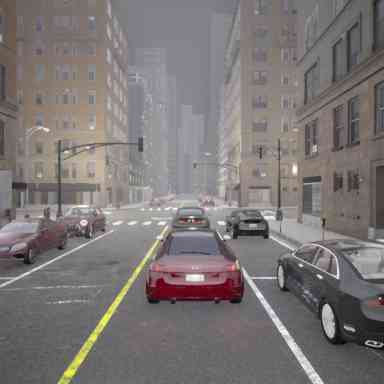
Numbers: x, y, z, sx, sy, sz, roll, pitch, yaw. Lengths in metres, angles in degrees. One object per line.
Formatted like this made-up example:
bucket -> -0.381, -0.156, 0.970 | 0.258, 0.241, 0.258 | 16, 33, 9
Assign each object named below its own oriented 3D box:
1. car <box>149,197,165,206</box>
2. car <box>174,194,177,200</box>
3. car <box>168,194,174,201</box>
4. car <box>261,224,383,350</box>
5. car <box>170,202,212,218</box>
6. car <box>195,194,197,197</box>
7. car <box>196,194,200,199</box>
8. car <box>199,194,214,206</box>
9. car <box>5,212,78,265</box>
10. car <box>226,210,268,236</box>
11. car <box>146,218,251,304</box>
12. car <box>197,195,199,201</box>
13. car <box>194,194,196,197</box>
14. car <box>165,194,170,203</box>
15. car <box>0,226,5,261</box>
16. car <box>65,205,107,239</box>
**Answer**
car -> -5.914, 1.617, 54.253 | 1.802, 1.307, 4.206 | 0, 0, 0
car -> -6.044, 1.455, 92.113 | 2.192, 1.841, 5.009 | 0, 0, 0
car -> -6.006, 1.624, 81.126 | 1.752, 1.417, 4.829 | 0, 0, 0
car -> 2.827, 1.551, 6.192 | 2.008, 1.369, 4.403 | 0, 0, 0
car -> -0.050, 1.505, 17.103 | 1.837, 1.490, 4.892 | 0, 0, 0
car -> 2.499, 1.559, 86.738 | 1.967, 1.590, 4.097 | 0, 0, 0
car -> 2.536, 1.523, 75.920 | 1.967, 1.590, 4.097 | 0, 0, 0
car -> 2.610, 1.475, 54.285 | 1.967, 1.590, 4.097 | 0, 0, 0
car -> -5.727, 1.582, 11.649 | 1.802, 1.307, 4.206 | 0, 0, 0
car -> 2.770, 1.566, 17.195 | 1.947, 1.339, 4.313 | 0, 0, 0
car -> 0.041, 1.564, 8.190 | 1.994, 1.385, 4.181 | 0, 0, -1
car -> 2.574, 1.606, 65.102 | 2.008, 1.369, 4.403 | 0, 0, 0
car -> 2.480, 1.456, 92.148 | 2.192, 1.841, 5.009 | 0, 0, 0
car -> -5.951, 1.605, 65.070 | 2.008, 1.369, 4.403 | 0, 0, 0
car -> -5.698, 1.565, 6.148 | 1.947, 1.339, 4.313 | 0, 0, 0
car -> -5.756, 1.440, 17.151 | 1.967, 1.590, 4.097 | 0, 0, 0
